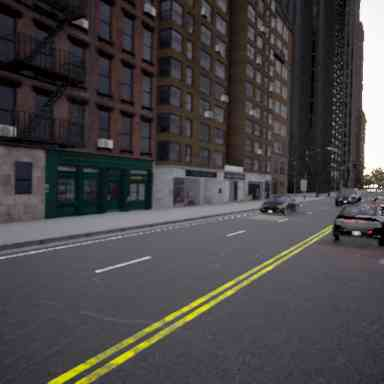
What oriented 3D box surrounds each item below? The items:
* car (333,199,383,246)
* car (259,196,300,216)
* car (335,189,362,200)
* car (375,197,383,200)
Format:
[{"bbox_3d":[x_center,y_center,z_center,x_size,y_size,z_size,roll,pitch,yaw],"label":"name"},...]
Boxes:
[{"bbox_3d":[7.365,1.276,14.328,2.128,1.511,4.902,2,2,32],"label":"car"},{"bbox_3d":[7.157,1.011,26.648,2.033,1.411,5.357,2,2,32],"label":"car"},{"bbox_3d":[17.355,0.653,36.759,2.150,2.045,5.566,2,1,32],"label":"car"},{"bbox_3d":[18.414,1.137,32.007,1.994,1.385,4.181,2,2,32],"label":"car"}]
